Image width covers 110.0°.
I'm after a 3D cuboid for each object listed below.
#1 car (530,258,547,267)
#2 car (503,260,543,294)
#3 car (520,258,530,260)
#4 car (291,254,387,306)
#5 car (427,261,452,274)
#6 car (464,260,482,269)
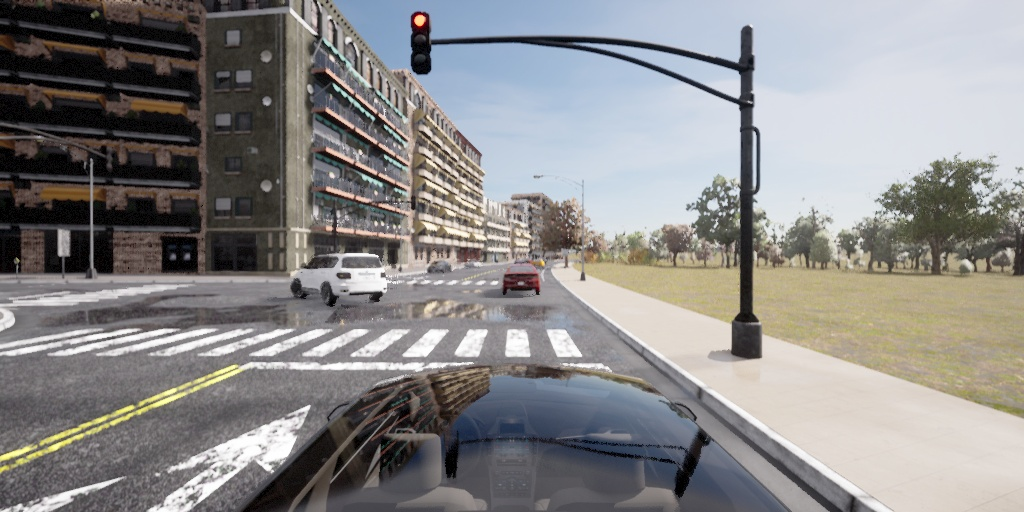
[{"bbox_3d":[4.715,1.222,63.815,1.882,1.535,5.008,0,0,9],"label":"car"},{"bbox_3d":[0.549,1.190,19.852,1.882,1.535,5.008,0,0,3],"label":"car"},{"bbox_3d":[1.432,1.234,63.841,2.128,1.511,4.902,0,0,9],"label":"car"},{"bbox_3d":[-7.676,0.938,15.780,5.566,2.045,2.150,0,-1,42],"label":"car"},{"bbox_3d":[-8.027,1.236,40.134,1.812,1.442,4.674,0,0,5],"label":"car"},{"bbox_3d":[-6.184,1.325,56.687,1.895,1.301,4.718,0,0,8],"label":"car"}]
